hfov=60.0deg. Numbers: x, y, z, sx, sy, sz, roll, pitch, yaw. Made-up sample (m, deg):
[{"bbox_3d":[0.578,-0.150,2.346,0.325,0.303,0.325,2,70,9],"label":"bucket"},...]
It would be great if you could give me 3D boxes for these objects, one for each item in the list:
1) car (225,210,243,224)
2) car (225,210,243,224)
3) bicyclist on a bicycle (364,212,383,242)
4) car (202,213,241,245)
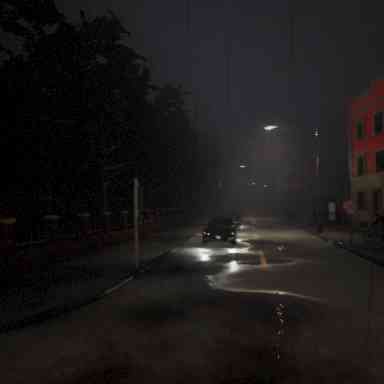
[{"bbox_3d":[5.007,2.915,39.188,1.812,1.442,4.674,-1,-2,10],"label":"car"},{"bbox_3d":[3.341,2.525,29.276,1.882,1.535,5.008,-1,-2,9],"label":"car"},{"bbox_3d":[9.895,1.861,17.505,1.656,1.620,0.582,-2,-2,9],"label":"bicyclist on a bicycle"},{"bbox_3d":[1.780,2.227,19.871,1.837,1.490,4.892,-1,-2,9],"label":"car"}]
